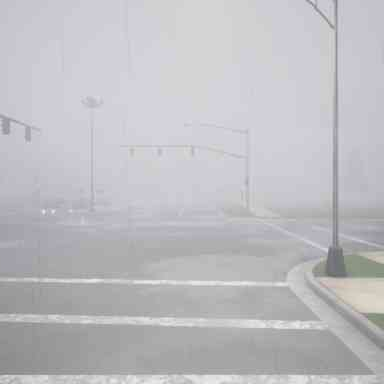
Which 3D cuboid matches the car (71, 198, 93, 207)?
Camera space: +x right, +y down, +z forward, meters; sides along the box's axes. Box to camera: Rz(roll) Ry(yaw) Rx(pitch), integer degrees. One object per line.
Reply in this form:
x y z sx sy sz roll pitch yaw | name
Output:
-17.842 1.601 53.980 1.895 1.301 4.718 0 0 1 | car

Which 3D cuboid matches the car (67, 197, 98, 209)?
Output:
-14.506 1.505 44.325 1.837 1.490 4.892 0 0 1 | car

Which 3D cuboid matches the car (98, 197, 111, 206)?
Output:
-14.342 1.564 53.231 1.994 1.385 4.181 0 0 2 | car

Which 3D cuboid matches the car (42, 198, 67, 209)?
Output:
-18.007 1.547 44.397 2.033 1.411 5.357 0 0 1 | car
